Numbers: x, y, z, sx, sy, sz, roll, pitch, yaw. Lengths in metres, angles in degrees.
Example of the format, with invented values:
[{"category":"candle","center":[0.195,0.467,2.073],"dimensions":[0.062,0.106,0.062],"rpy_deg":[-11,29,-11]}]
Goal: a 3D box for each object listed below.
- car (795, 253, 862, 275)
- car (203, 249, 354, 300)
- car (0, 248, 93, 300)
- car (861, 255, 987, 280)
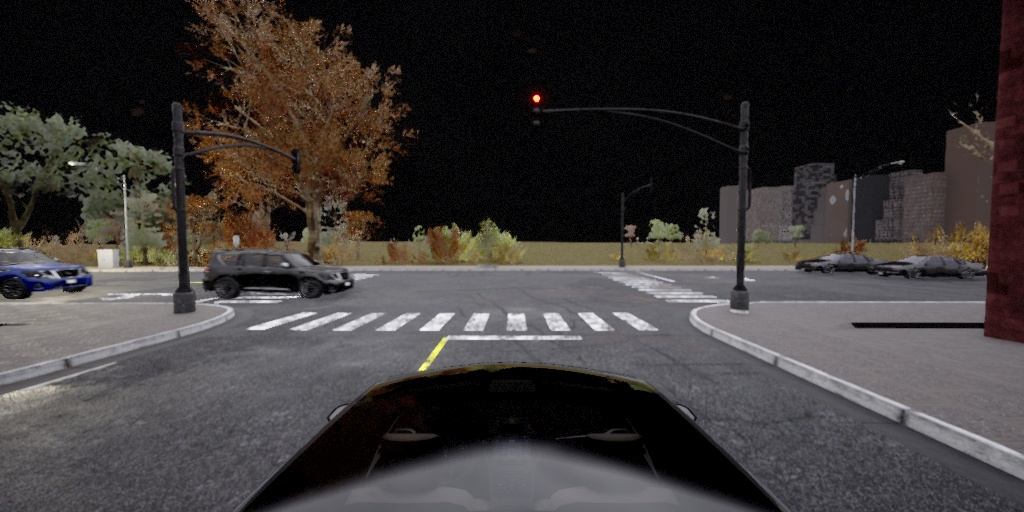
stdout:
[{"category":"car","center":[22.825,0.523,24.770],"dimensions":[5.357,1.411,2.033],"rpy_deg":[0,2,1]},{"category":"car","center":[-9.737,0.767,15.162],"dimensions":[5.566,2.045,2.150],"rpy_deg":[1,2,-1]},{"category":"car","center":[-21.262,0.707,14.986],"dimensions":[5.566,2.045,2.150],"rpy_deg":[0,2,-1]},{"category":"car","center":[24.819,0.662,21.478],"dimensions":[5.357,1.411,2.033],"rpy_deg":[0,2,1]}]
